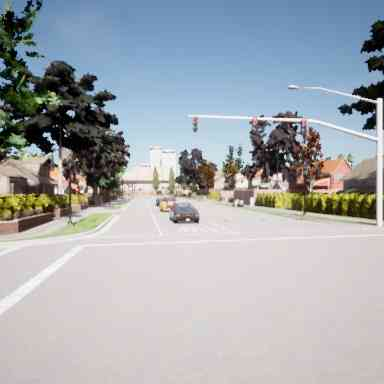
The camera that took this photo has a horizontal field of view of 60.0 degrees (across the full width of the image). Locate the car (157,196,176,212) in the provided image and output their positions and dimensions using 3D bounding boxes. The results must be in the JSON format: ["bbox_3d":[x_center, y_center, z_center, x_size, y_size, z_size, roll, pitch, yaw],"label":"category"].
[{"bbox_3d":[-2.583,1.347,38.388,2.097,1.767,4.553,0,0,-9],"label":"car"}]

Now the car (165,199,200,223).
[{"bbox_3d":[-0.676,1.544,25.749,2.033,1.411,5.357,0,0,-9],"label":"car"}]

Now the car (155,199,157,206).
[{"bbox_3d":[-4.804,1.481,53.165,2.128,1.511,4.902,0,0,-9],"label":"car"}]
